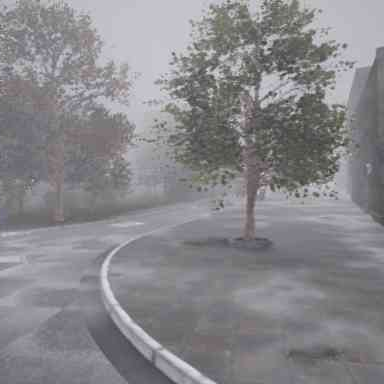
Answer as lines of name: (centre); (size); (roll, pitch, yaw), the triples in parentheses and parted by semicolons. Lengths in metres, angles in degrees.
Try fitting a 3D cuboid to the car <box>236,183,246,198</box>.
car: (7.775, -0.348, 47.092); (2.150, 2.045, 5.566); (-2, 2, 21)
